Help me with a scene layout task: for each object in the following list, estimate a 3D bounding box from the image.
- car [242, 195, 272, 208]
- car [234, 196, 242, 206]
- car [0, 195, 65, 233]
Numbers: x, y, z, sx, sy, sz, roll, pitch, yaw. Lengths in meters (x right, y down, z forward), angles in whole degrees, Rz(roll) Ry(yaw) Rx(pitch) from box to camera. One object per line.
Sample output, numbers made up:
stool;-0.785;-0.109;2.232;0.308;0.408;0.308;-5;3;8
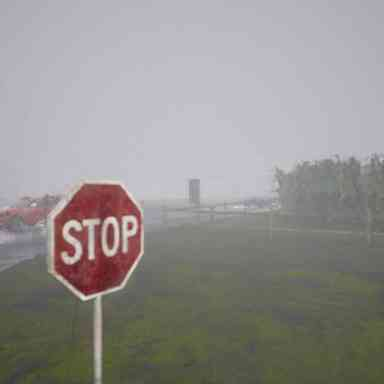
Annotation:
car;8.505;1.166;41.631;1.837;1.490;4.892;-1;0;33
car;7.865;1.179;47.336;2.033;1.411;5.357;0;0;34
car;-9.584;1.241;20.409;2.150;2.045;5.566;0;0;33
